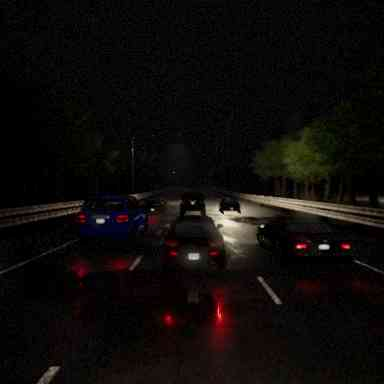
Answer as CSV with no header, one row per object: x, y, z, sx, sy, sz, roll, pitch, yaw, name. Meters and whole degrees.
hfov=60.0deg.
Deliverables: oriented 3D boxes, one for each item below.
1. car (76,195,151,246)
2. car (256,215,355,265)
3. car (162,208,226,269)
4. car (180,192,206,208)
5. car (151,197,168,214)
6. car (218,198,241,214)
-3.415,1.157,15.088,2.150,2.045,5.566,0,0,0,car
3.568,1.511,11.457,2.033,1.411,5.357,0,0,0,car
0.064,1.492,10.942,1.812,1.442,4.674,0,1,0,car
0.085,0.988,30.343,2.150,2.045,5.566,0,1,0,car
-3.413,1.261,31.321,1.837,1.490,4.892,0,1,0,car
3.586,1.271,32.247,1.812,1.442,4.674,0,1,0,car
